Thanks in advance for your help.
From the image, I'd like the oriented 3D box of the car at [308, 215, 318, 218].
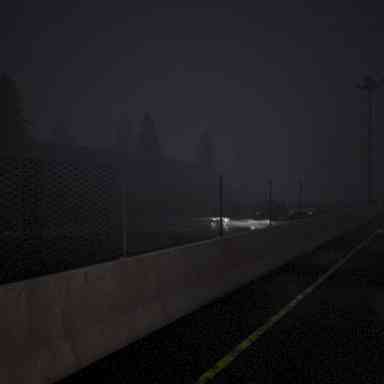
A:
[{"bbox_3d":[9.216,1.525,26.324,1.812,1.442,4.674,0,0,35],"label":"car"}]
